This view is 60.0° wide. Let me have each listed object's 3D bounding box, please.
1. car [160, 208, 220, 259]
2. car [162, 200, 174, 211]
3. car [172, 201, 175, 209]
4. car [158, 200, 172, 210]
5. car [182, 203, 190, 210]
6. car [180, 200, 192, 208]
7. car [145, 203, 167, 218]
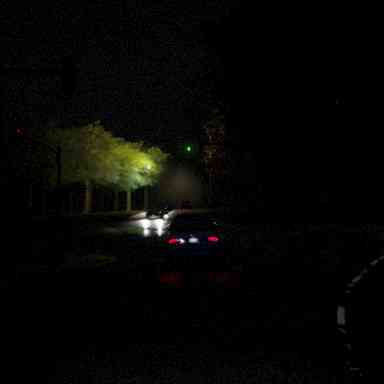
[{"bbox_3d":[0.003,1.562,12.789,2.033,1.411,5.357,-2,0,-1],"label":"car"},{"bbox_3d":[-4.694,2.692,66.971,2.150,2.045,5.566,0,-2,-1],"label":"car"},{"bbox_3d":[-4.468,2.704,56.509,1.994,1.385,4.181,0,-2,-1],"label":"car"},{"bbox_3d":[-4.321,2.234,46.563,2.097,1.767,4.553,0,-1,-1],"label":"car"},{"bbox_3d":[-1.458,3.434,79.063,1.837,1.490,4.892,0,-3,-1],"label":"car"},{"bbox_3d":[-1.224,2.741,68.412,2.150,2.045,5.566,0,-2,-1],"label":"car"},{"bbox_3d":[-4.141,2.260,37.458,1.895,1.301,4.718,0,-1,-1],"label":"car"}]
